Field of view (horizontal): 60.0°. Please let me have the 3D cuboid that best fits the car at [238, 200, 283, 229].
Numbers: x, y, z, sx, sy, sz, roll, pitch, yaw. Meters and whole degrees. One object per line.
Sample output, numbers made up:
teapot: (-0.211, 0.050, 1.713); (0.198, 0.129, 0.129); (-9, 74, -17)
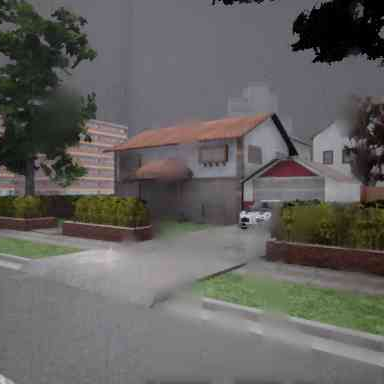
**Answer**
car: (4.004, 1.168, 17.454); (1.970, 1.475, 3.806); (0, 0, 36)
